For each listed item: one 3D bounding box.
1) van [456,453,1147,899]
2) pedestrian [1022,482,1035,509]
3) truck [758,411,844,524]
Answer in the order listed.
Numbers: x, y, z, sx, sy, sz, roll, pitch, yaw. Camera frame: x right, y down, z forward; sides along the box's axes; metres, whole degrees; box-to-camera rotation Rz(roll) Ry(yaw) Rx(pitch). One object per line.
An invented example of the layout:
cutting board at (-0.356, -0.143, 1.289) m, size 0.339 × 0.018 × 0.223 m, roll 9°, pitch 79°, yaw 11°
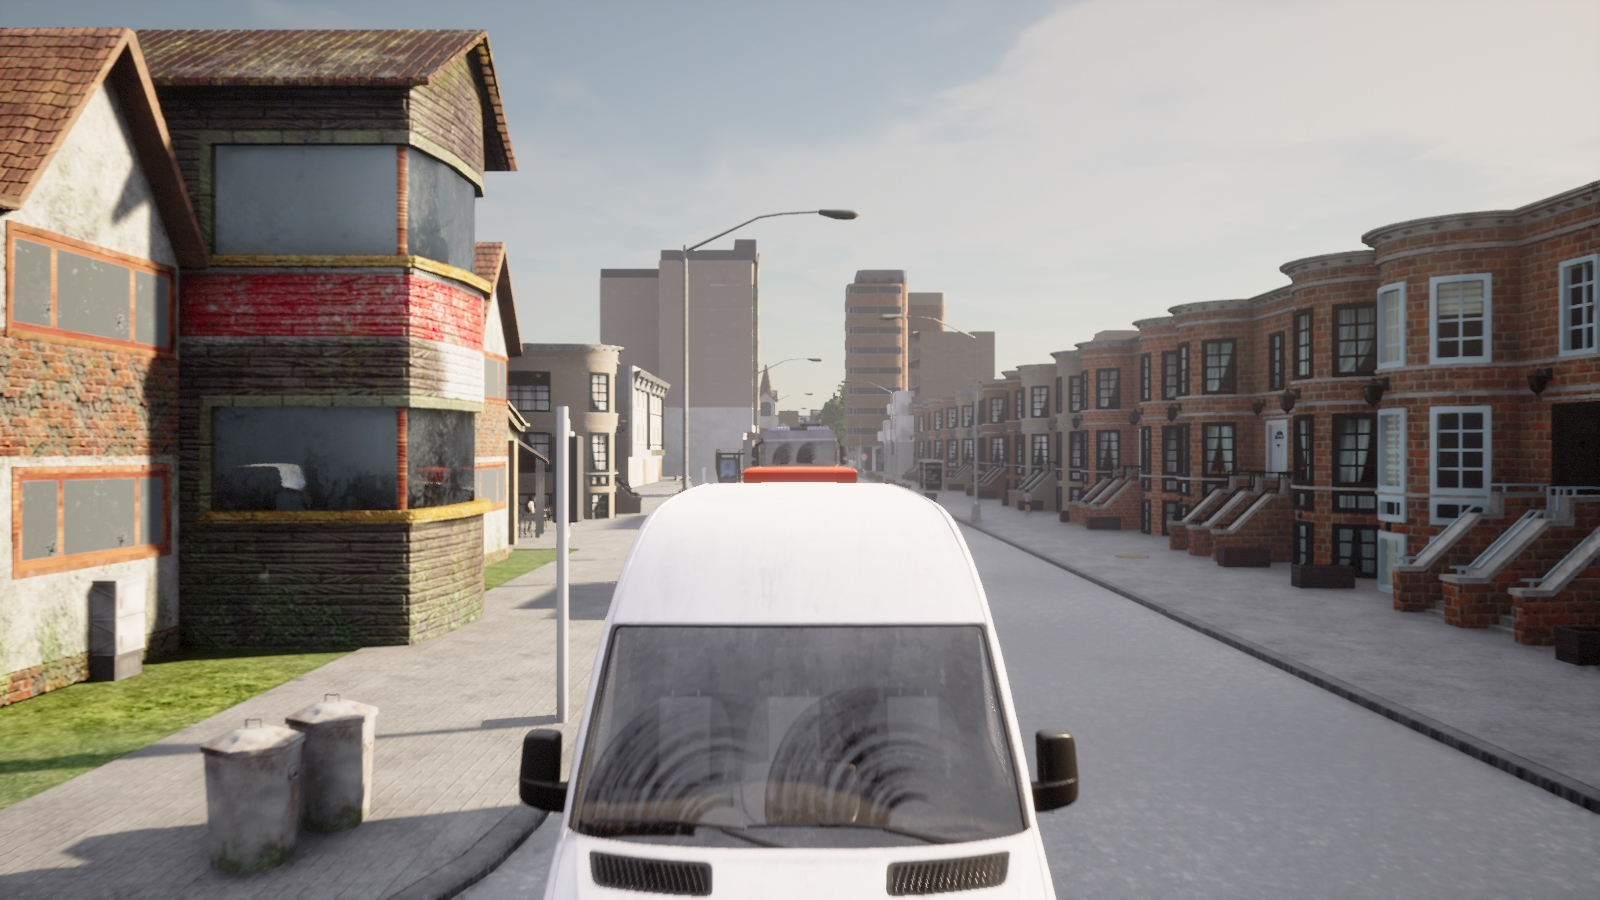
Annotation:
van at (0.001, 1.308, 6.242) m, size 1.988 × 2.561 × 5.915 m, roll 0°, pitch 0°, yaw 0°
pedestrian at (9.355, 1.867, 46.868) m, size 0.500 × 1.100 × 0.500 m, roll 0°, pitch 0°, yaw 9°
truck at (0.008, 0.620, 43.378) m, size 2.891 × 3.827 × 8.468 m, roll -1°, pitch 0°, yaw 0°
